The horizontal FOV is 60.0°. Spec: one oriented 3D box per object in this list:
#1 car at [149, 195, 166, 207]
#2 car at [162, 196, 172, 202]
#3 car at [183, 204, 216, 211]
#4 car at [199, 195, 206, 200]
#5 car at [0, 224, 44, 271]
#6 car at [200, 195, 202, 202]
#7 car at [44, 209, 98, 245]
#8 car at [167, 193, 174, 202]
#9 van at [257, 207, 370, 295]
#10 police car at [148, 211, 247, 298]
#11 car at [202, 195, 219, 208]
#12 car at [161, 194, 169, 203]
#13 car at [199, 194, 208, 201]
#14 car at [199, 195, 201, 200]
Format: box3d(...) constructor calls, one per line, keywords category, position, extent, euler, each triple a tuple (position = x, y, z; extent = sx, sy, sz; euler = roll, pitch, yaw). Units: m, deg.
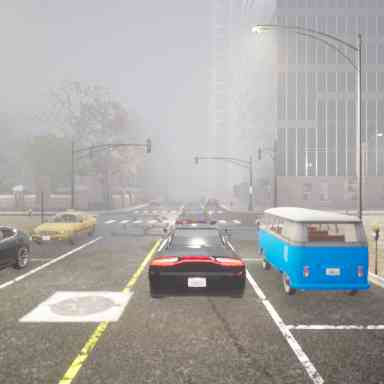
box3d(category="car", position=(-5.629, 1.517, 52.222), extent=(1.887, 1.381, 4.507), euler=(0, 0, 0))
box3d(category="car", position=(-5.603, 1.537, 74.953), extent=(1.802, 1.307, 4.206), euler=(0, 0, 0))
box3d(category="car", position=(0.119, 1.555, 17.556), extent=(1.994, 1.385, 4.181), euler=(0, 0, 0))
box3d(category="car", position=(2.799, 1.452, 92.156), extent=(1.752, 1.417, 4.829), euler=(0, 0, 0))
box3d(category="car", position=(-5.761, 1.562, 8.417), extent=(1.947, 1.339, 4.313), euler=(0, 0, 0))
box3d(category="car", position=(2.752, 1.538, 52.214), extent=(1.947, 1.339, 4.313), euler=(0, 0, 0))
box3d(category="car", position=(-5.801, 1.518, 15.651), extent=(1.752, 1.417, 4.829), euler=(0, 0, 0))
box3d(category="car", position=(-5.608, 1.276, 69.271), extent=(2.192, 1.841, 5.009), euler=(0, 0, 0))
box3d(category="van", position=(2.783, 1.337, 8.408), extent=(1.690, 1.788, 3.998), euler=(0, 0, 0))
box3d(category="police car", position=(0.106, 1.501, 8.593), extent=(2.038, 1.542, 4.974), euler=(0, 0, 0))
box3d(category="car", position=(2.746, 1.416, 46.534), extent=(1.967, 1.590, 4.097), euler=(0, 0, 0))
box3d(category="car", position=(-5.623, 1.520, 57.904), extent=(2.008, 1.369, 4.403), euler=(0, 0, 0))
box3d(category="car", position=(2.786, 1.388, 80.620), extent=(1.967, 1.590, 4.097), euler=(0, 0, 0))
box3d(category="car", position=(2.778, 1.521, 74.939), extent=(1.947, 1.339, 4.313), euler=(0, 0, 0))
